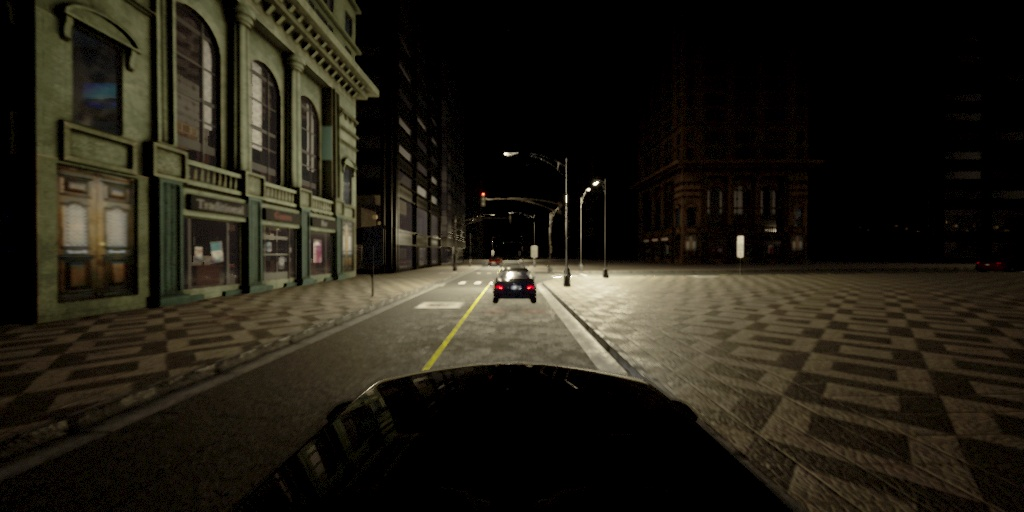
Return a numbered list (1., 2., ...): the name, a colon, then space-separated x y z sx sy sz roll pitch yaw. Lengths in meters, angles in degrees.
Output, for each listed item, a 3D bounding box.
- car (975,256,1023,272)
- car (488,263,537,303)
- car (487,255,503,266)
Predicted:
1. car: 41.259 0.679 29.592 4.181 1.385 1.994 0 0 1
2. car: 0.102 1.215 16.004 2.033 1.411 5.357 0 0 0
3. car: -3.026 0.943 60.559 1.812 1.442 4.674 0 0 1
